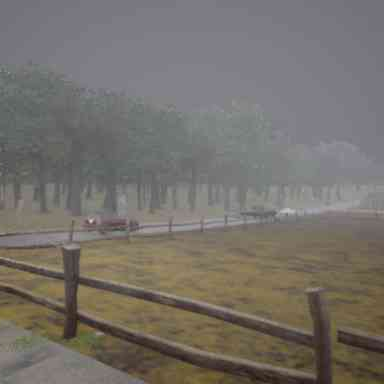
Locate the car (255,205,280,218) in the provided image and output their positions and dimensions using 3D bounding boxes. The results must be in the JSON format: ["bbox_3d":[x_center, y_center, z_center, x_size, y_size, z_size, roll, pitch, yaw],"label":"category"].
[{"bbox_3d":[11.096,3.066,51.226,2.150,2.045,5.566,2,0,36],"label":"car"}]

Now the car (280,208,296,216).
[{"bbox_3d":[17.249,3.542,60.010,1.812,1.442,4.674,2,0,35],"label":"car"}]

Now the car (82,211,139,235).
[{"bbox_3d":[-6.371,2.324,26.640,2.097,1.767,4.553,2,-1,35],"label":"car"}]

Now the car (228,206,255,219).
[{"bbox_3d":[7.199,3.197,50.692,2.128,1.511,4.902,2,0,36],"label":"car"}]
